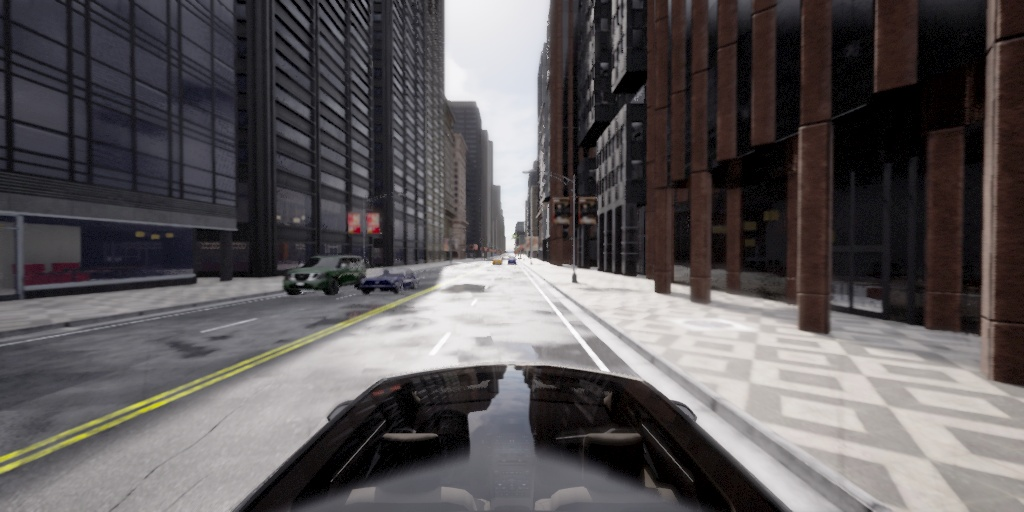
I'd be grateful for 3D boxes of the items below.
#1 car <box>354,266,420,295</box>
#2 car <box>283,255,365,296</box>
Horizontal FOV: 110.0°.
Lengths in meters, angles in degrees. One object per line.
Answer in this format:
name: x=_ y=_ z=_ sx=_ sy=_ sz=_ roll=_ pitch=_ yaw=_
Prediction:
car: x=-6.562 y=1.345 z=19.687 sx=1.895 sy=1.301 sz=4.718 roll=0 pitch=0 yaw=0
car: x=-9.814 y=0.968 z=19.426 sx=2.150 sy=2.045 sz=5.566 roll=0 pitch=0 yaw=0
